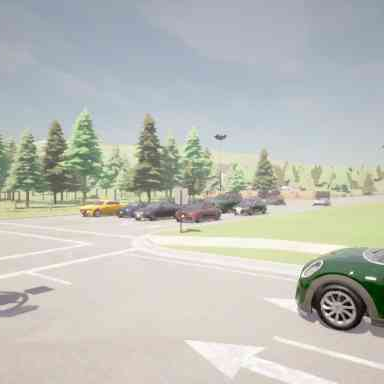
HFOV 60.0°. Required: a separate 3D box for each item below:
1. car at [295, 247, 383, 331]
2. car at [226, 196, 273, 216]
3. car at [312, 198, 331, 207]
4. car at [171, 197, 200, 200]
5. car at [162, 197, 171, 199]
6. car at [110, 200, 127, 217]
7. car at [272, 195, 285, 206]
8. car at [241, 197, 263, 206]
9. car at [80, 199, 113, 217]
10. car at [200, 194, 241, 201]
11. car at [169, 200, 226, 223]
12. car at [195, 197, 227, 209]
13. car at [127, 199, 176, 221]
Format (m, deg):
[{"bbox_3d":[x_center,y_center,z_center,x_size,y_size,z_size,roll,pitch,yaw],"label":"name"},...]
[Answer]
[{"bbox_3d":[4.086,1.352,5.375,4.553,1.767,2.097,0,0,36],"label":"car"},{"bbox_3d":[5.783,1.499,32.887,2.128,1.511,4.902,0,0,36],"label":"car"},{"bbox_3d":[20.707,1.608,53.091,1.895,1.301,4.718,0,0,37],"label":"car"},{"bbox_3d":[0.193,1.516,37.101,1.837,1.490,4.892,0,0,36],"label":"car"},{"bbox_3d":[-2.735,1.365,39.028,2.097,1.767,4.553,0,0,36],"label":"car"},{"bbox_3d":[-4.888,1.575,30.171,1.994,1.385,4.181,0,0,37],"label":"car"},{"bbox_3d":[13.843,1.362,55.600,2.097,1.767,4.553,0,0,37],"label":"car"},{"bbox_3d":[10.312,1.538,56.720,1.812,1.442,4.674,0,0,37],"label":"car"},{"bbox_3d":[-8.227,1.491,31.549,1.882,1.535,5.008,0,0,36],"label":"car"},{"bbox_3d":[3.582,1.227,35.802,2.150,2.045,5.566,0,0,36],"label":"car"},{"bbox_3d":[0.502,1.571,25.699,1.994,1.385,4.181,0,0,36],"label":"car"},{"bbox_3d":[2.681,1.504,46.394,2.128,1.511,4.902,0,0,36],"label":"car"},{"bbox_3d":[-2.713,1.535,27.231,1.812,1.442,4.674,0,0,36],"label":"car"}]
